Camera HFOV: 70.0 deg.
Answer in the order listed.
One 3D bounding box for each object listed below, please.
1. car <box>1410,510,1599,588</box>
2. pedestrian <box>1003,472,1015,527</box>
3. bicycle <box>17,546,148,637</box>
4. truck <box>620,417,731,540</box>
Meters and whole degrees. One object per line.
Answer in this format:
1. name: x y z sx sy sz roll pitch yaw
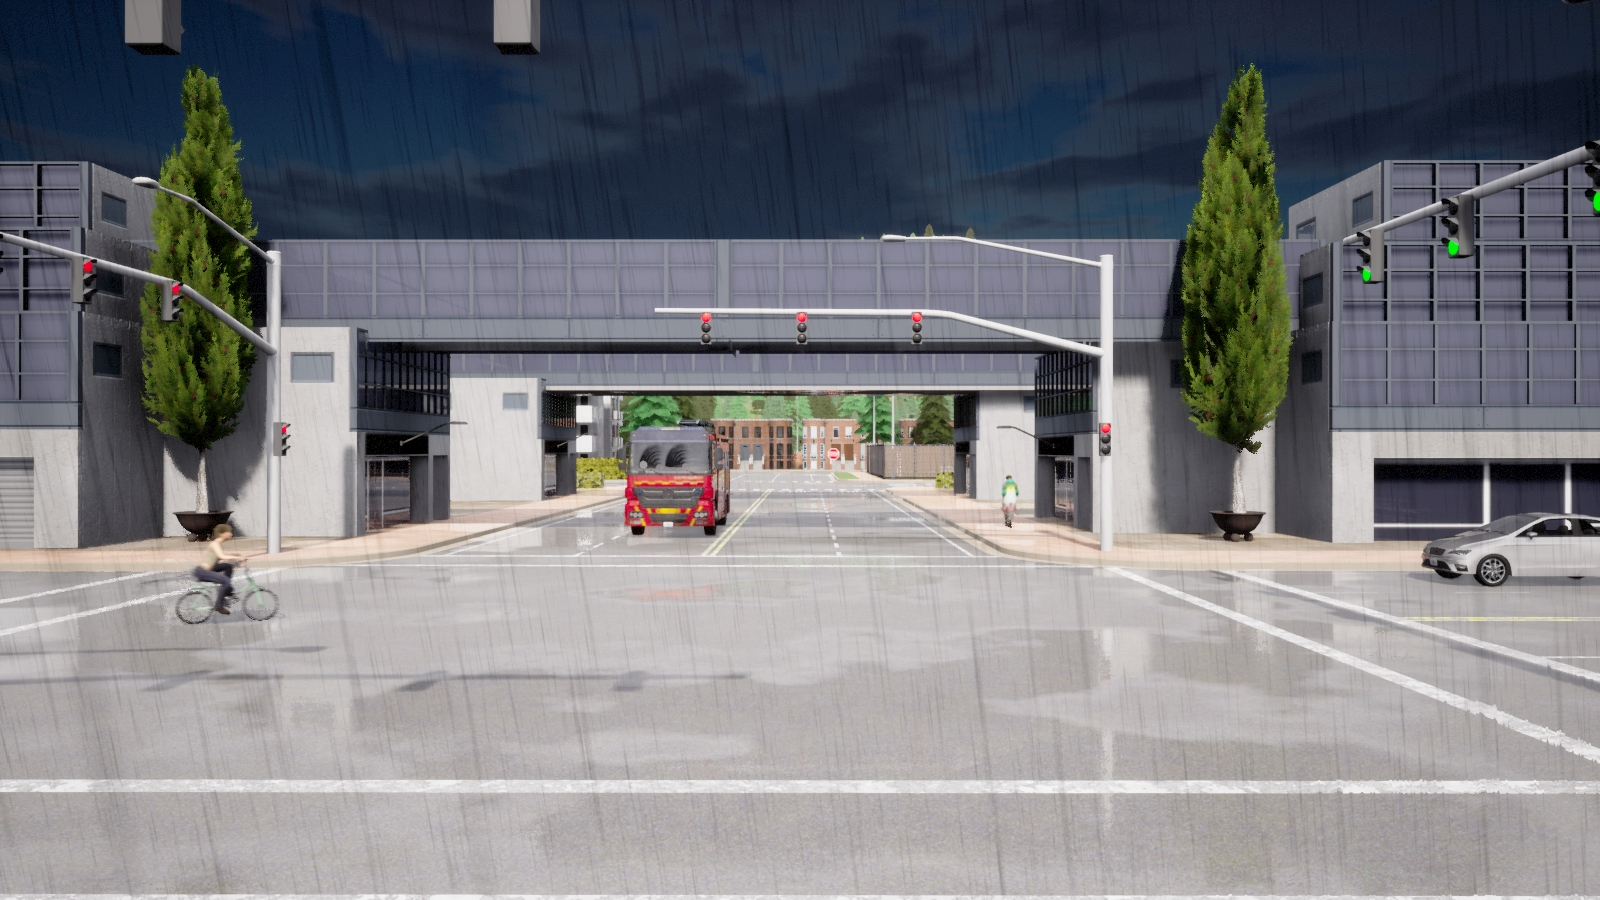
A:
1. car: 15.490 2.066 24.189 4.193 1.474 1.816 0 0 0
2. pedestrian: 7.193 1.698 39.307 0.375 1.860 0.375 0 0 2
3. bicycle: -11.016 2.158 17.579 1.487 1.276 0.859 0 0 2
4. truck: -4.133 0.890 39.814 2.891 3.827 8.468 0 0 0
